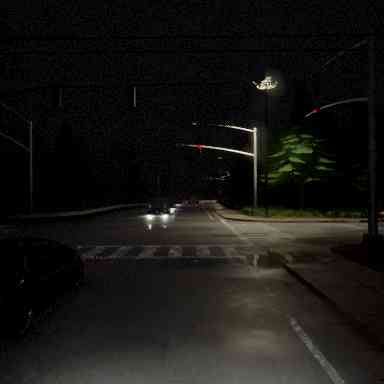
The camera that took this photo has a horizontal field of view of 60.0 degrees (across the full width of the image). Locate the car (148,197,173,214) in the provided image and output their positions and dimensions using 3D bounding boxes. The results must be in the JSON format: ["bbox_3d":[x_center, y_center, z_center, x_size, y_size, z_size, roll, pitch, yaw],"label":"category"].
[{"bbox_3d":[-3.615,1.465,36.735,2.097,1.767,4.553,0,0,0],"label":"car"}]

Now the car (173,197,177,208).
[{"bbox_3d":[-3.590,1.650,49.414,1.837,1.490,4.892,0,-1,0],"label":"car"}]

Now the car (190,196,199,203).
[{"bbox_3d":[0.631,1.629,75.652,1.837,1.490,4.892,0,0,2],"label":"car"}]

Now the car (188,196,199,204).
[{"bbox_3d":[0.312,1.689,65.344,1.812,1.442,4.674,0,0,2],"label":"car"}]

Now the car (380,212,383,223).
[{"bbox_3d":[15.142,1.485,22.020,5.008,1.535,1.882,0,0,1],"label":"car"}]

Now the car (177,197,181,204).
[{"bbox_3d":[-3.240,1.748,66.343,1.994,1.385,4.181,0,0,2],"label":"car"}]

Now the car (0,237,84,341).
[{"bbox_3d":[-3.605,1.597,6.425,1.994,1.385,4.181,0,0,0],"label":"car"}]
